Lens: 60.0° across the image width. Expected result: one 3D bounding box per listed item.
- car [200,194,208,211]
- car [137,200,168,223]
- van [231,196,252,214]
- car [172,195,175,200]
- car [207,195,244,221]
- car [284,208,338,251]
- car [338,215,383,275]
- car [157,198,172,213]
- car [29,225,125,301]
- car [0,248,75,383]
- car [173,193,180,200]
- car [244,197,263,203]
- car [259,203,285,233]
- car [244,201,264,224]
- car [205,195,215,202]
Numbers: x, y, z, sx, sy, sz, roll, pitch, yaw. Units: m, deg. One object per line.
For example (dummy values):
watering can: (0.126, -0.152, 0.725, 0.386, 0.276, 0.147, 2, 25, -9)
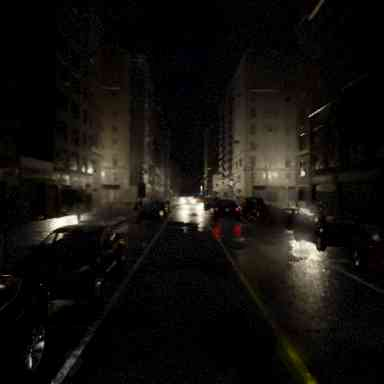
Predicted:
car: (2.428, 1.350, 39.751, 2.097, 1.767, 4.553, 0, 0, 0)
car: (-3.059, 1.545, 24.887, 1.802, 1.307, 4.206, 1, 0, -1)
van: (5.305, 1.365, 36.066, 1.690, 1.788, 3.998, 1, 0, -1)
car: (-3.220, 1.396, 35.936, 1.967, 1.590, 4.097, 1, 0, -1)
car: (2.631, 1.359, 27.216, 2.097, 1.767, 4.553, 0, 0, 0)
car: (5.628, 1.588, 13.974, 2.008, 1.369, 4.403, 1, 0, -1)
car: (5.709, 1.481, 8.451, 1.967, 1.590, 4.097, 1, 0, -1)
car: (-3.140, 1.526, 30.411, 1.947, 1.339, 4.313, 1, 0, -1)
car: (-2.816, 1.539, 8.313, 1.947, 1.339, 4.313, 1, 0, -1)
car: (-2.735, 1.543, 2.789, 1.947, 1.339, 4.313, 1, 0, -1)
car: (-4.559, 1.396, 90.946, 1.967, 1.590, 4.097, 0, 0, -2)
car: (5.387, 1.342, 30.543, 2.192, 1.841, 5.009, 1, 0, -1)
car: (5.547, 1.585, 19.497, 2.008, 1.369, 4.403, 1, 0, -1)
car: (5.465, 1.597, 25.020, 1.947, 1.339, 4.313, 1, 0, -1)
car: (4.375, 1.461, 79.947, 1.967, 1.590, 4.097, 0, 0, -2)
